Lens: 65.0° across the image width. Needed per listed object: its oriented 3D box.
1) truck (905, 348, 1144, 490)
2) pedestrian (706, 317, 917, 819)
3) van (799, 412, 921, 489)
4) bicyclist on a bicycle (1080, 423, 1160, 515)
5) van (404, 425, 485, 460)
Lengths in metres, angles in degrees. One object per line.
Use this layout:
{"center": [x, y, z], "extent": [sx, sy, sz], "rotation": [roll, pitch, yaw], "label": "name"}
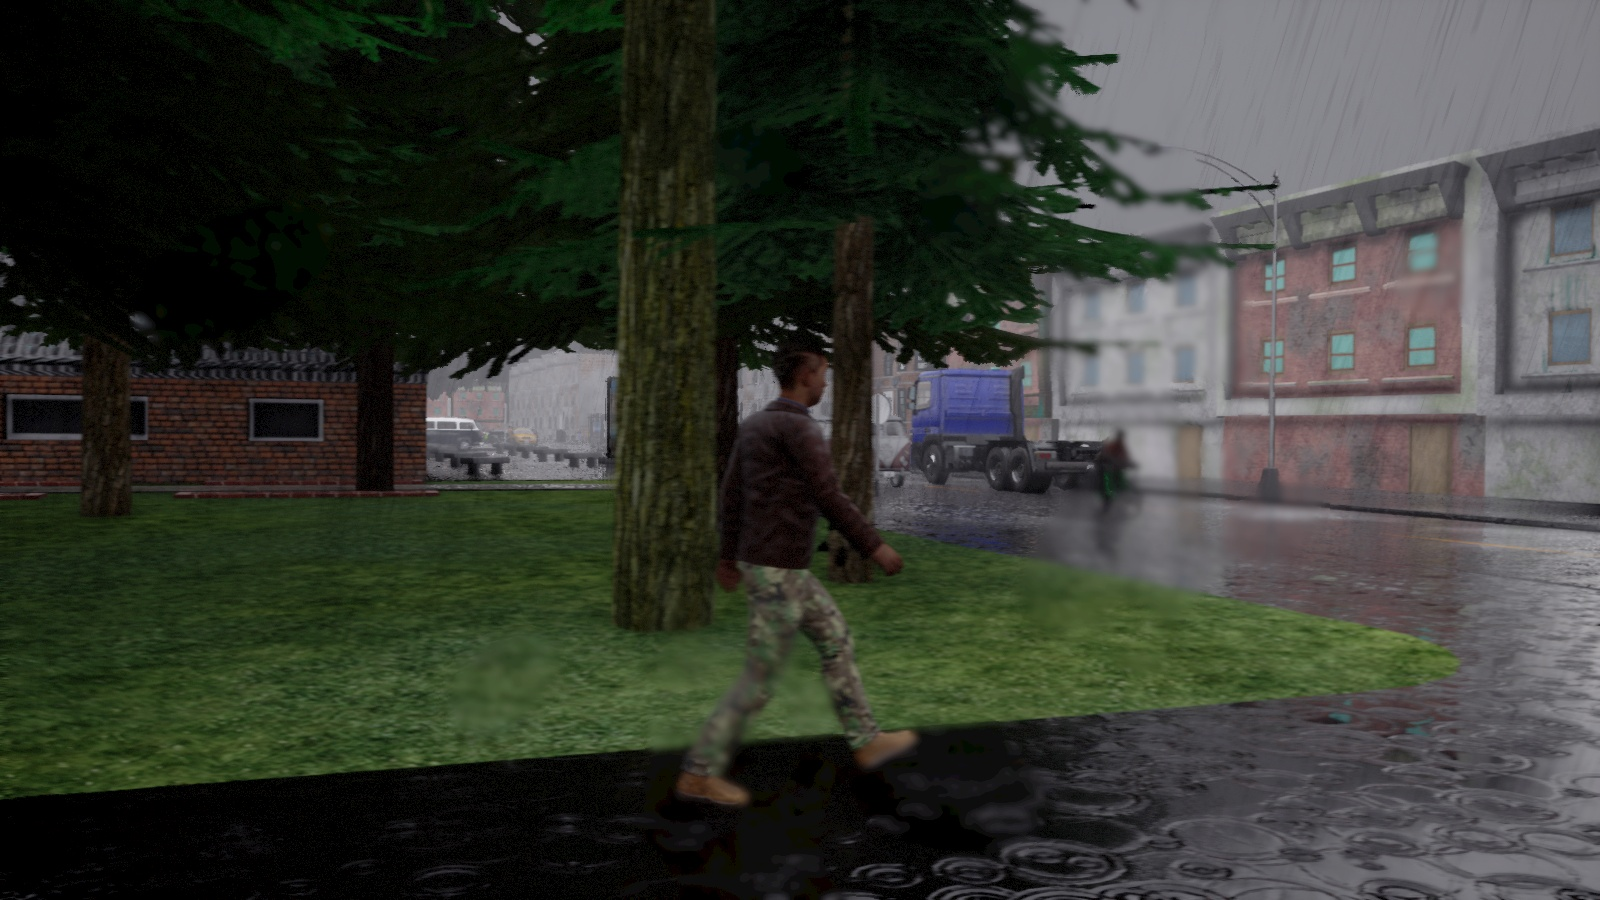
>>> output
{"center": [5.888, -0.810, 34.702], "extent": [2.891, 3.462, 7.936], "rotation": [-1, 1, -20], "label": "truck"}
{"center": [0.039, 0.428, 4.923], "extent": [0.703, 1.840, 0.431], "rotation": [-1, 1, -20], "label": "pedestrian"}
{"center": [1.581, -0.031, 34.890], "extent": [1.775, 1.987, 4.442], "rotation": [-1, 1, -20], "label": "van"}
{"center": [5.853, 0.314, 23.072], "extent": [0.582, 1.620, 1.656], "rotation": [-1, 1, -20], "label": "bicyclist on a bicycle"}
{"center": [-21.163, -0.459, 74.790], "extent": [4.480, 2.038, 2.069], "rotation": [-1, 1, -19], "label": "van"}
